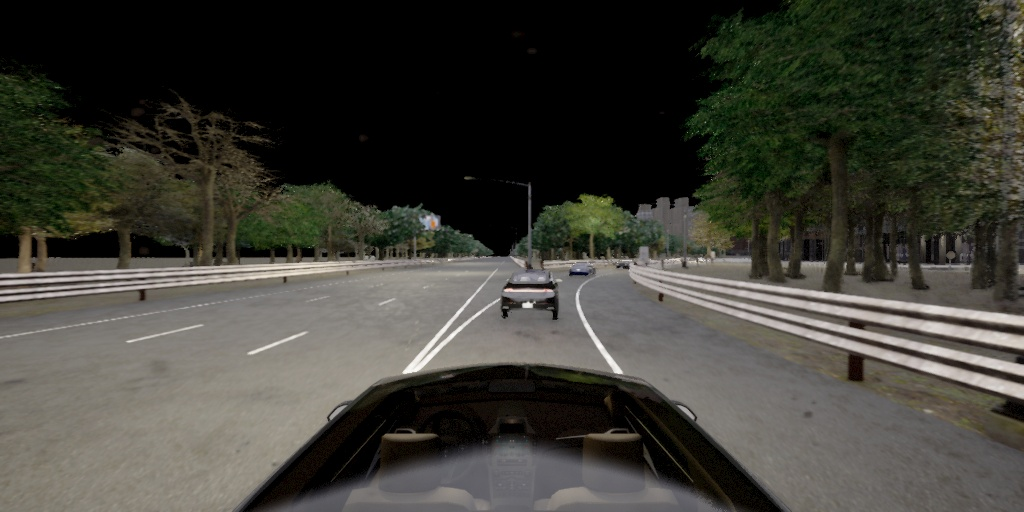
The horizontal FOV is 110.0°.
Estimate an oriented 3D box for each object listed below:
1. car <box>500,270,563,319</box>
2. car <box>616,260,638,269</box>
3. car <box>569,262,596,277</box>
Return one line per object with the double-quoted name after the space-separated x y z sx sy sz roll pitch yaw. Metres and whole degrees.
0.769 1.233 12.887 2.128 1.511 4.902 0 0 7 "car"
17.115 1.310 53.238 1.895 1.301 4.718 0 0 37 "car"
7.128 1.295 35.945 1.994 1.385 4.181 0 0 24 "car"
